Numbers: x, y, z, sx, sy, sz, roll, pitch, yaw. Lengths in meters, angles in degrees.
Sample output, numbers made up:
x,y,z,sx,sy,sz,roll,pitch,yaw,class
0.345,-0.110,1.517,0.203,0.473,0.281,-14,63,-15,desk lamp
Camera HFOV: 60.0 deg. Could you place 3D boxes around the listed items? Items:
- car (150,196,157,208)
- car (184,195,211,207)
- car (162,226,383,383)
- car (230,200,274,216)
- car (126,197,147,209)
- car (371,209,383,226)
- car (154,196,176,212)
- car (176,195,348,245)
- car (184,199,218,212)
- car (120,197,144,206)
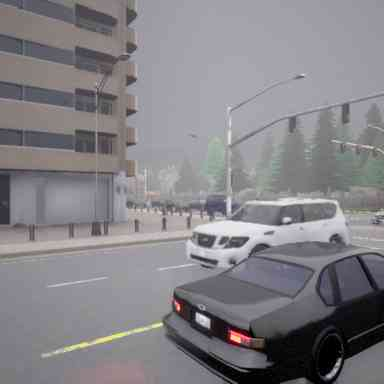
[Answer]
x,y,z,sx,sy,sz,roll,pitch,yaw,class
-4.197,1.407,48.225,2.097,1.767,4.553,0,0,-36,car
0.828,1.407,53.552,2.097,1.767,4.553,0,0,-36,car
2.180,1.547,5.334,5.357,1.411,2.033,0,0,-35,car
6.075,1.619,33.947,1.994,1.385,4.181,0,0,-36,car
-8.218,1.560,47.820,1.837,1.490,4.892,0,0,-36,car
14.061,1.548,22.585,4.674,1.442,1.812,0,0,-36,car
-2.140,1.560,39.366,1.837,1.490,4.892,0,0,-36,car
2.512,1.221,10.073,5.566,2.045,2.150,0,0,-35,car
1.044,1.581,40.950,1.812,1.442,4.674,0,0,-36,car
-10.372,1.603,56.868,2.033,1.411,5.357,0,0,-35,car
